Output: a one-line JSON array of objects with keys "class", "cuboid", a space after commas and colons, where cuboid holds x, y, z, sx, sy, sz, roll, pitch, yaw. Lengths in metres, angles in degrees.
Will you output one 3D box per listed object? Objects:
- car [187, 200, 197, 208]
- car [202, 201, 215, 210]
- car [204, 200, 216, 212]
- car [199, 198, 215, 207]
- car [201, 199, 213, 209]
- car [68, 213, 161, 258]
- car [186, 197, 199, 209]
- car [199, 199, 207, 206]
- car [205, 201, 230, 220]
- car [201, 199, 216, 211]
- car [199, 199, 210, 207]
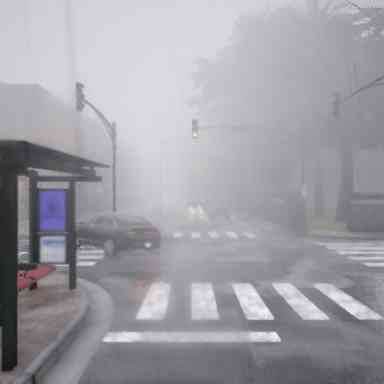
[{"class": "car", "cuboid": [0.001, 2.369, 66.905, 2.033, 1.411, 5.357, 0, -1, 0]}, {"class": "car", "cuboid": [2.624, 2.145, 53.898, 1.752, 1.417, 4.829, -1, -1, 0]}, {"class": "car", "cuboid": [2.625, 1.928, 37.548, 1.752, 1.417, 4.829, -1, -1, 0]}, {"class": "car", "cuboid": [2.620, 1.857, 48.281, 2.192, 1.841, 5.009, -1, -1, 0]}, {"class": "car", "cuboid": [2.622, 2.134, 59.179, 1.967, 1.590, 4.097, -1, -1, 0]}, {"class": "car", "cuboid": [-3.281, 1.617, 13.515, 4.892, 1.490, 1.837, 1, -3, 44]}, {"class": "car", "cuboid": [0.053, 2.013, 56.885, 2.097, 1.767, 4.553, 0, -1, 0]}, {"class": "car", "cuboid": [2.751, 2.516, 81.770, 1.882, 1.535, 5.008, 0, -1, 0]}, {"class": "car", "cuboid": [2.626, 1.885, 31.928, 2.008, 1.369, 4.403, -1, -1, 0]}, {"class": "car", "cuboid": [2.625, 2.020, 42.829, 2.008, 1.369, 4.403, -1, -1, 0]}, {"class": "car", "cuboid": [2.622, 2.294, 70.079, 1.967, 1.590, 4.097, -1, -1, 0]}]
